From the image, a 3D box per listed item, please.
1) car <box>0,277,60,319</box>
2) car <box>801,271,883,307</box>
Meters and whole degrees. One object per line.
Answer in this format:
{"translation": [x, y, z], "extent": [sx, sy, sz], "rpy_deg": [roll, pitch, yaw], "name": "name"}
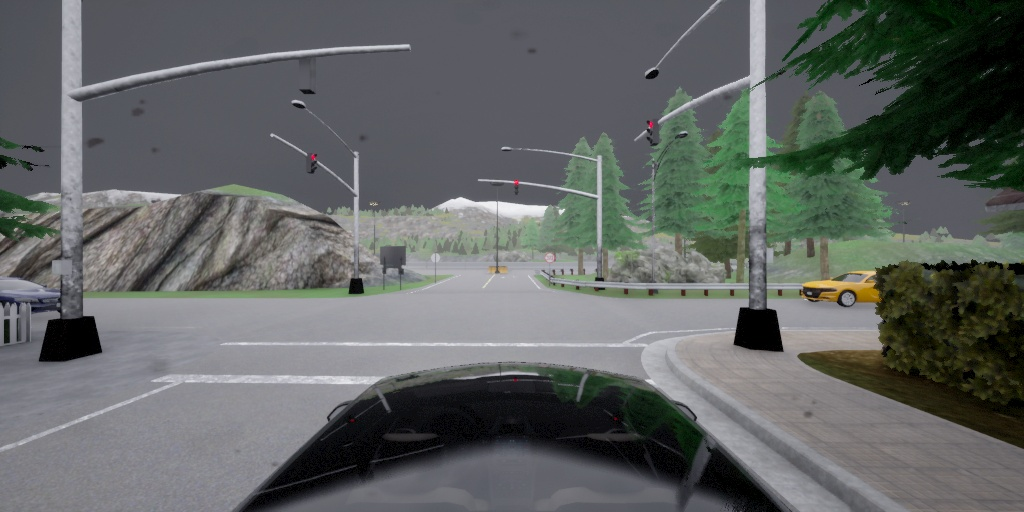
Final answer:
{"translation": [-18.279, 1.467, 12.689], "extent": [4.674, 1.442, 1.812], "rpy_deg": [0, 0, 0], "name": "car"}
{"translation": [15.954, 1.419, 16.204], "extent": [5.008, 1.535, 1.882], "rpy_deg": [0, 0, 0], "name": "car"}
